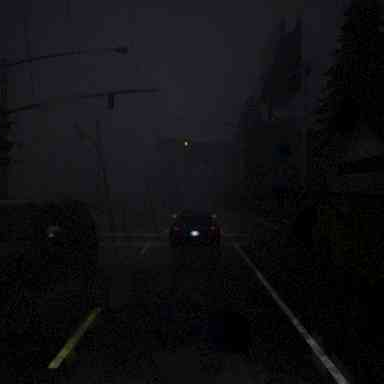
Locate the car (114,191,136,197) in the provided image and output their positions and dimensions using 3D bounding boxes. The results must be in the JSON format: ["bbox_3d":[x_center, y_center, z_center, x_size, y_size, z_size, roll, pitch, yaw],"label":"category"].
[{"bbox_3d":[-16.449,0.532,81.339,5.027,1.636,2.152,0,1,-1],"label":"car"}]

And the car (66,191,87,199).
[{"bbox_3d":[-24.051,0.638,69.447,3.633,1.501,1.845,0,1,-1],"label":"car"}]

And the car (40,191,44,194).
[{"bbox_3d":[-24.033,0.714,59.455,4.514,1.523,2.007,0,1,-1],"label":"car"}]

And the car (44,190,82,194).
[{"bbox_3d":[-16.781,0.647,43.754,3.866,1.878,1.905,0,1,-1],"label":"car"}]

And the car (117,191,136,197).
[{"bbox_3d":[-16.520,0.511,84.475,4.514,1.523,2.007,0,1,-1],"label":"car"}]

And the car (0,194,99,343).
[{"bbox_3d":[-3.549,1.157,6.693,2.150,2.045,5.566,0,0,0],"label":"car"}]

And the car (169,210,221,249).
[{"bbox_3d":[0.108,1.425,13.881,1.994,1.385,4.181,0,1,0],"label":"car"}]

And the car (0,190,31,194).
[{"bbox_3d":[-24.669,0.635,46.993,4.605,1.855,1.932,0,1,-1],"label":"car"}]

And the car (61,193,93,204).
[{"bbox_3d":[-16.190,0.898,47.084,3.806,1.475,1.970,0,1,-1],"label":"car"}]

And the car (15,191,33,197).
[{"bbox_3d":[-42.554,0.546,84.308,3.633,1.501,1.845,0,1,-1],"label":"car"}]

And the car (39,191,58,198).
[{"bbox_3d":[-35.115,0.585,81.373,3.806,1.475,1.970,0,1,-1],"label":"car"}]
